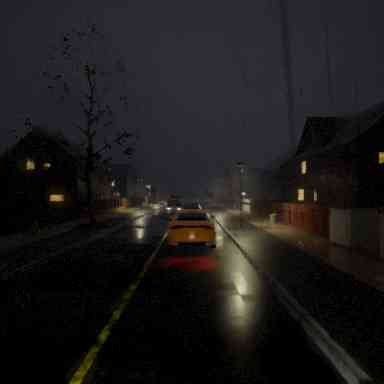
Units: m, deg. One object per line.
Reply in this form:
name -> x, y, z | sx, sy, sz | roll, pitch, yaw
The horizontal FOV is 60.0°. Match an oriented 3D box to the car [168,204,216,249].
car -> 0.000, 1.492, 14.651 | 1.882, 1.535, 5.008 | 0, 0, 0

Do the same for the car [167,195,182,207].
car -> -2.750, 1.476, 53.626 | 2.150, 2.045, 5.566 | 0, 0, 0

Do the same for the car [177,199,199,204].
car -> 0.000, 1.609, 29.652 | 1.994, 1.385, 4.181 | 0, 0, 0
